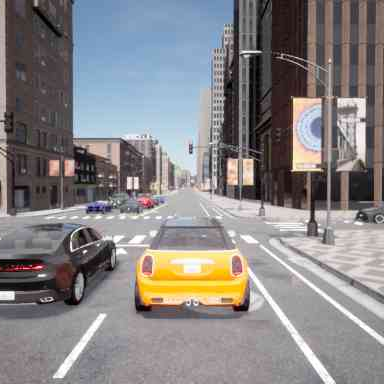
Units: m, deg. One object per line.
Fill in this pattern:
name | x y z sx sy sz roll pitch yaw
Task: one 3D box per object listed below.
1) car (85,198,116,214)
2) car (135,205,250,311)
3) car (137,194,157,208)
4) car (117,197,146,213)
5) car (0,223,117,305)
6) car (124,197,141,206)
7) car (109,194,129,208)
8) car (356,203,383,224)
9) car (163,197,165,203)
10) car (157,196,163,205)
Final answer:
car | -9.849 1.616 35.571 1.895 1.301 4.718 0 0 0
car | 0.011 1.351 7.897 2.097 1.767 4.553 0 0 0
car | -6.599 1.245 46.007 2.150 2.045 5.566 0 0 1
car | -6.600 1.581 36.730 1.994 1.385 4.181 0 0 0
car | -3.153 1.504 8.042 1.837 1.490 4.892 0 0 0
car | -9.817 1.592 55.288 1.994 1.385 4.181 0 0 2
car | -9.843 1.244 45.330 2.150 2.045 5.566 0 0 1
car | 13.986 1.471 23.566 4.181 1.385 1.994 0 1 0
car | -6.531 1.509 66.053 1.882 1.535 5.008 0 0 1
car | -6.584 1.592 55.980 1.994 1.385 4.181 0 0 0
